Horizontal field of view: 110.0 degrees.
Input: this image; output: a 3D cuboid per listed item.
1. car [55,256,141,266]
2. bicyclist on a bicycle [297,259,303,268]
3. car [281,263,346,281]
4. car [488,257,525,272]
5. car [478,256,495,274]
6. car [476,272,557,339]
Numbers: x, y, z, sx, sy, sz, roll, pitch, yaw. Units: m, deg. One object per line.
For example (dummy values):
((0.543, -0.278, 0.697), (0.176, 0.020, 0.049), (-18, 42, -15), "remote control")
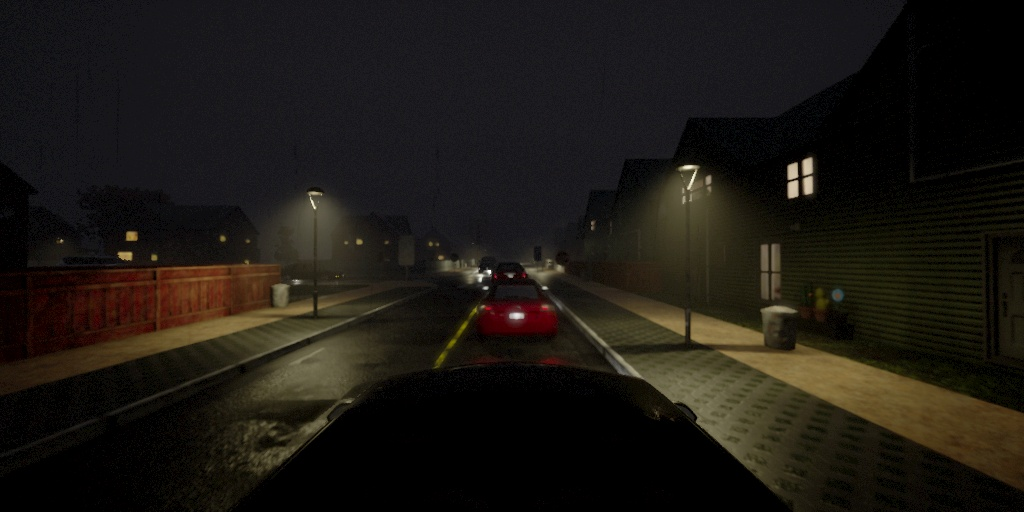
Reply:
((-32.385, 0.995, 28.255), (5.566, 2.045, 2.150), (0, -1, 0), "car")
((-20.231, 1.153, 34.202), (0.582, 1.620, 1.656), (0, 0, 0), "bicyclist on a bicycle")
((-15.785, 1.283, 28.376), (4.892, 1.490, 1.837), (0, -1, 0), "car")
((-0.256, 1.138, 22.200), (2.097, 1.767, 4.553), (0, 0, -4), "car")
((-2.867, 1.051, 44.053), (2.150, 2.045, 5.566), (0, 0, 0), "car")
((0.098, 1.329, 10.102), (1.994, 1.385, 4.181), (0, 0, 0), "car")
